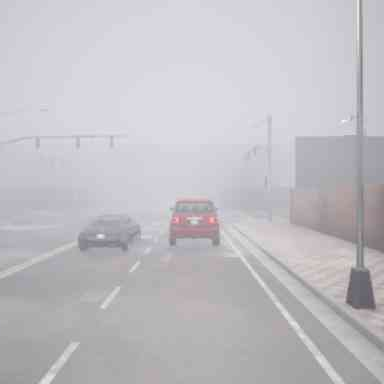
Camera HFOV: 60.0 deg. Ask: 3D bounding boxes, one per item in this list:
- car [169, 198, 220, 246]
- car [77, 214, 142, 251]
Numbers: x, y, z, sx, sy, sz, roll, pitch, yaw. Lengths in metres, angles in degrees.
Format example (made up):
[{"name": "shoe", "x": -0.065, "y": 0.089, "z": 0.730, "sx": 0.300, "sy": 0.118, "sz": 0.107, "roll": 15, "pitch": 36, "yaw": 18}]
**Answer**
[{"name": "car", "x": 0.103, "y": 1.288, "z": 15.736, "sx": 2.150, "sy": 2.045, "sz": 5.566, "roll": 0, "pitch": 0, "yaw": 0}, {"name": "car", "x": -3.397, "y": 1.624, "z": 14.390, "sx": 1.994, "sy": 1.385, "sz": 4.181, "roll": 0, "pitch": 0, "yaw": 0}]
